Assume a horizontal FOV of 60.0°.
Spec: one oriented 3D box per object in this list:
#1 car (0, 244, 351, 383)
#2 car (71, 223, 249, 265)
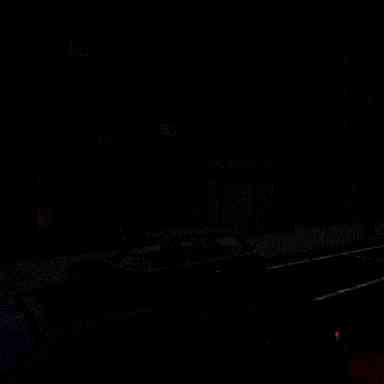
[{"bbox_3d":[-0.832,1.547,2.786,5.357,1.411,2.033,0,0,-35],"label":"car"},{"bbox_3d":[-0.530,1.440,6.154,4.097,1.590,1.967,0,0,-35],"label":"car"}]
